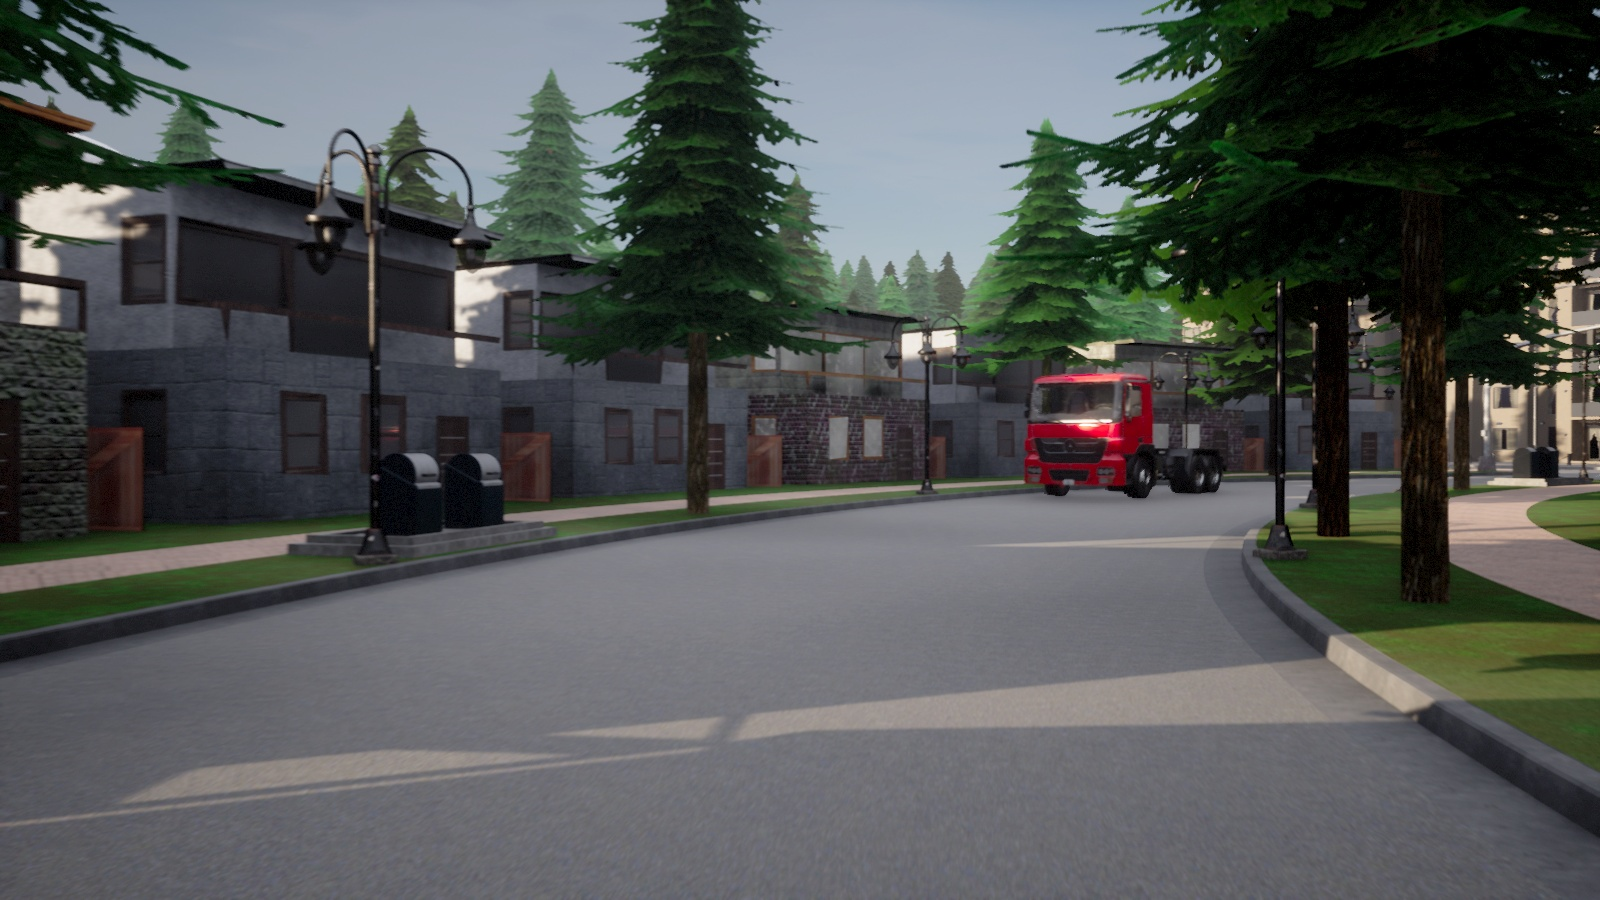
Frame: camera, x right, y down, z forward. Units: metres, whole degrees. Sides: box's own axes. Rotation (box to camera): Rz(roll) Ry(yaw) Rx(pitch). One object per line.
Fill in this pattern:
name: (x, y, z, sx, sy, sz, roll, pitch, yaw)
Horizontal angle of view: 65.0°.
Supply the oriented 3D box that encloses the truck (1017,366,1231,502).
truck: (9.462, -0.423, 35.977, 2.891, 3.462, 7.936, 0, 0, 39)
